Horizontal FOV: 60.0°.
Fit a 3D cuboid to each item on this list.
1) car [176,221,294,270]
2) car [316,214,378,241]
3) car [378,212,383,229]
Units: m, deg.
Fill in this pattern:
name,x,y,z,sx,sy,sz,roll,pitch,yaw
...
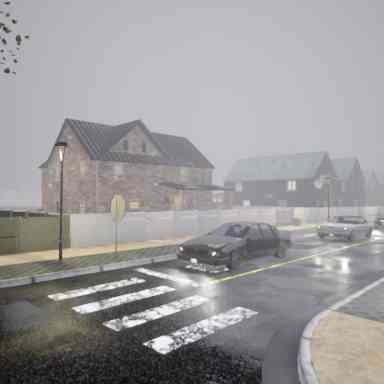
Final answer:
name,x,y,z,sx,sy,sz,roll,pitch,yaw
car,1.869,1.817,12.332,2.033,1.411,5.357,-1,-2,43
car,9.227,2.108,19.903,1.895,1.301,4.718,-1,-2,44
car,16.608,2.245,27.421,2.128,1.511,4.902,-1,-2,45
